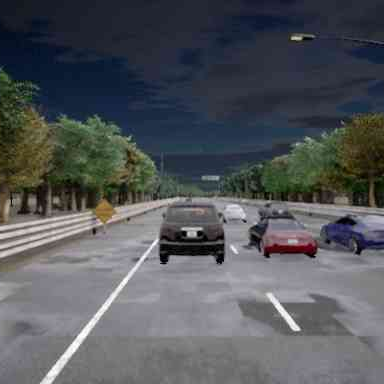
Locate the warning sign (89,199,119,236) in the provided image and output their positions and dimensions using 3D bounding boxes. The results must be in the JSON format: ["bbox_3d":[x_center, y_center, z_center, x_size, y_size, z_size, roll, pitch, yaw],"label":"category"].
[{"bbox_3d":[-4.551,1.292,17.308,1.300,1.860,1.060,0,0,0],"label":"warning sign"}]

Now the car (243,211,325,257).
[{"bbox_3d":[3.520,1.703,13.587,1.994,1.385,4.181,0,0,0],"label":"car"}]

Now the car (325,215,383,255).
[{"bbox_3d":[7.020,1.667,13.905,1.812,1.442,4.674,0,0,0],"label":"car"}]

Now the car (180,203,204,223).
[{"bbox_3d":[0.021,1.775,29.237,1.882,1.535,5.008,0,0,0],"label":"car"}]

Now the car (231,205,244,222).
[{"bbox_3d":[3.518,1.820,28.893,1.812,1.442,4.674,0,0,0],"label":"car"}]

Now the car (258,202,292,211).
[{"bbox_3d":[7.014,1.640,28.416,2.097,1.767,4.553,0,-1,0],"label":"car"}]

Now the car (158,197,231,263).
[{"bbox_3d":[0.007,1.354,12.568,2.150,2.045,5.566,0,0,0],"label":"car"}]
